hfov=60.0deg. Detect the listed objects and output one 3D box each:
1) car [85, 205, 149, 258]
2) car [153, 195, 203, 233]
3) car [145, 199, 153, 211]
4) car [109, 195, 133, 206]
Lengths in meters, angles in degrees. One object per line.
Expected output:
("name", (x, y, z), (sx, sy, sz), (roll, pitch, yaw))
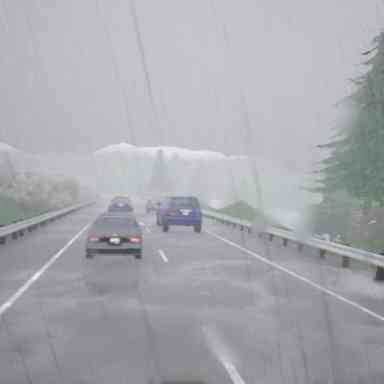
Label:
("car", (-2.786, 1.459, 12.307), (2.033, 1.411, 5.357), (2, 0, -12))
("car", (-0.867, 1.232, 20.245), (2.150, 2.045, 5.566), (2, -1, -12))
("car", (-4.030, 1.466, 35.727), (2.033, 1.411, 5.357), (2, 0, -11))
("car", (-6.525, 1.151, 30.680), (2.097, 1.767, 4.553), (2, 0, -12))
